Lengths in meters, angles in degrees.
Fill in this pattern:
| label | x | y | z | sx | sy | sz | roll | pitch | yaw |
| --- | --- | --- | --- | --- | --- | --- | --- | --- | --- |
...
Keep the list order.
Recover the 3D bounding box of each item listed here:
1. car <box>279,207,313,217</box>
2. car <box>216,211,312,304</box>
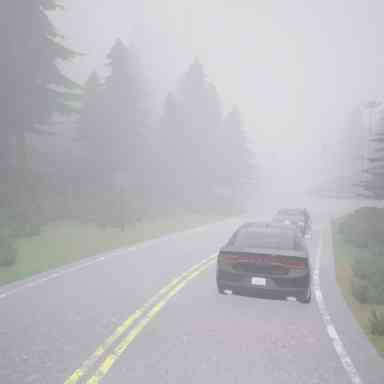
| label | x | y | z | sx | sy | sz | roll | pitch | yaw |
| --- | --- | --- | --- | --- | --- | --- | --- | --- | --- |
| car | 5.584 | 1.538 | 18.387 | 2.033 | 1.411 | 5.357 | 2 | 1 | 22 |
| car | 1.957 | 1.483 | 8.436 | 1.882 | 1.535 | 5.008 | 1 | 0 | 17 |
